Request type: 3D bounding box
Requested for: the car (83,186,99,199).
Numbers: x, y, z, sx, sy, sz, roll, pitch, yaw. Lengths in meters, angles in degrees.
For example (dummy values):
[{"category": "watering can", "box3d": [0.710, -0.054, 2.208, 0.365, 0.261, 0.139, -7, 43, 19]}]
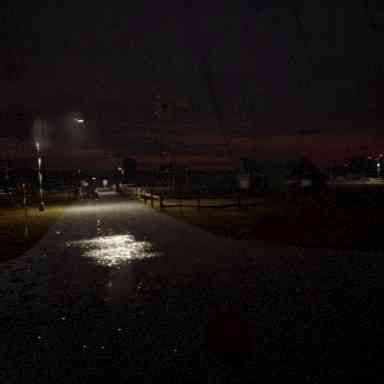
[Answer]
[{"category": "car", "box3d": [-14.452, 0.038, 47.469, 2.097, 1.767, 4.553, -3, 2, -17]}]
